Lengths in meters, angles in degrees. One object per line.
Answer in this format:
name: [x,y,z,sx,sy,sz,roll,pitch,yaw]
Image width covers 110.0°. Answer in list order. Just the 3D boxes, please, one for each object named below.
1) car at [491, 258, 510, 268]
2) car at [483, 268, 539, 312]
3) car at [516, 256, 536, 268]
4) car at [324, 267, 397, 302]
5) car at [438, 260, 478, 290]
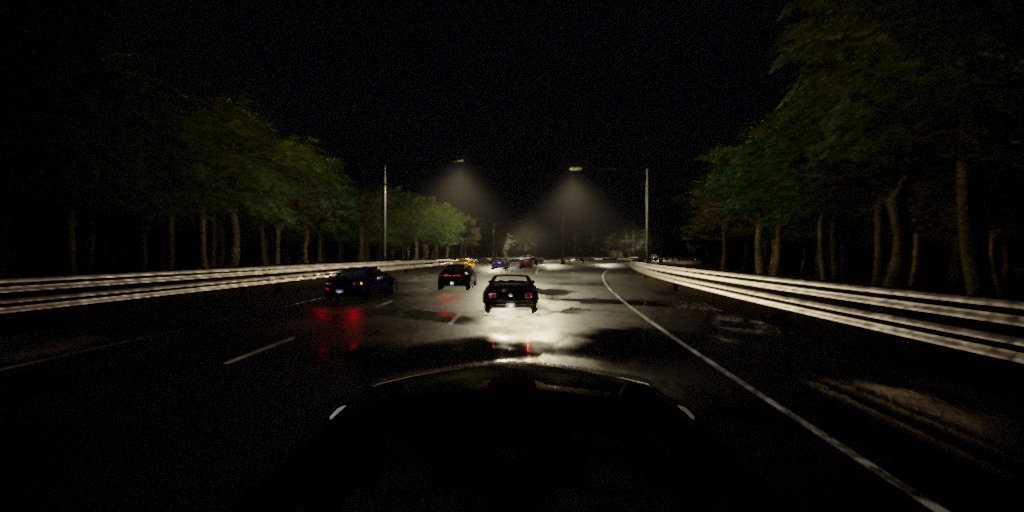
car: [-1.525,1.001,50.910,2.097,1.767,4.553,0,0,5]
car: [-0.018,1.344,14.137,1.895,1.301,4.718,0,0,1]
car: [2.197,1.189,54.411,2.033,1.411,5.357,0,0,6]
car: [-6.907,1.240,16.756,1.812,1.442,4.674,0,0,1]
car: [-3.246,1.231,22.100,1.837,1.490,4.892,0,0,1]
